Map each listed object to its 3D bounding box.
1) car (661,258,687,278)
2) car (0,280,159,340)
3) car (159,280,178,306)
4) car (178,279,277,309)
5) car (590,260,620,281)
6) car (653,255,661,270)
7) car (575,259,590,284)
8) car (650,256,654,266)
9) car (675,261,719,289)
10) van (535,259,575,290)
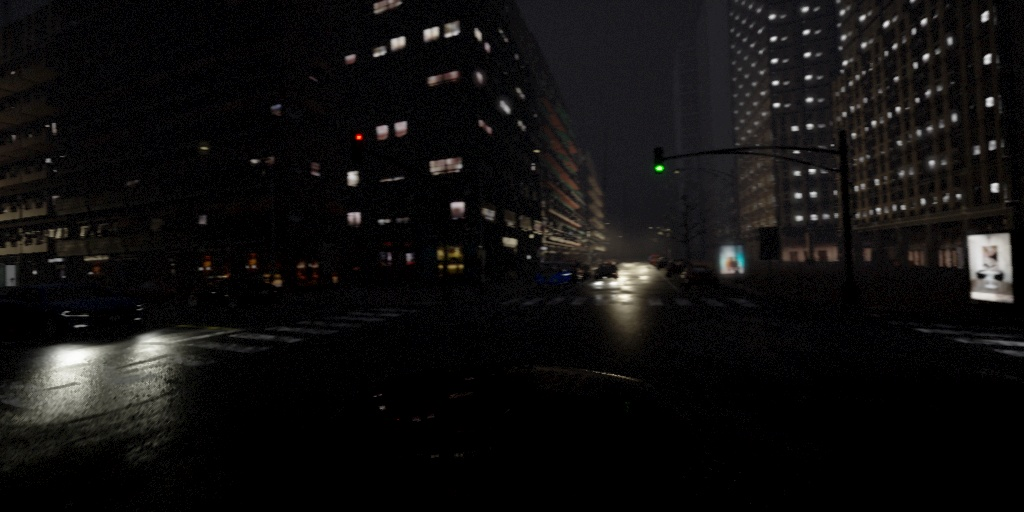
[{"bbox_3d":[14.334,0.994,30.971,1.967,1.591,4.097,0,0,19],"label":"car"},{"bbox_3d":[-13.982,1.597,11.265,5.008,1.535,1.882,-1,-1,18],"label":"car"},{"bbox_3d":[-18.580,1.900,18.968,4.207,1.307,1.802,0,0,19],"label":"car"},{"bbox_3d":[-13.314,1.753,17.153,4.313,1.339,1.948,0,0,19],"label":"car"},{"bbox_3d":[8.185,1.322,30.718,2.033,1.411,5.357,-2,-1,19],"label":"car"},{"bbox_3d":[19.849,0.972,46.609,1.967,1.591,4.097,0,0,19],"label":"car"},{"bbox_3d":[4.598,1.195,28.545,2.192,1.841,5.009,0,0,19],"label":"car"},{"bbox_3d":[23.527,1.072,57.035,2.007,1.370,4.403,0,0,19],"label":"car"},{"bbox_3d":[10.657,1.153,20.545,1.802,1.307,4.207,0,0,19],"label":"car"},{"bbox_3d":[2.759,1.230,23.332,1.690,1.789,3.998,0,0,19],"label":"van"}]
